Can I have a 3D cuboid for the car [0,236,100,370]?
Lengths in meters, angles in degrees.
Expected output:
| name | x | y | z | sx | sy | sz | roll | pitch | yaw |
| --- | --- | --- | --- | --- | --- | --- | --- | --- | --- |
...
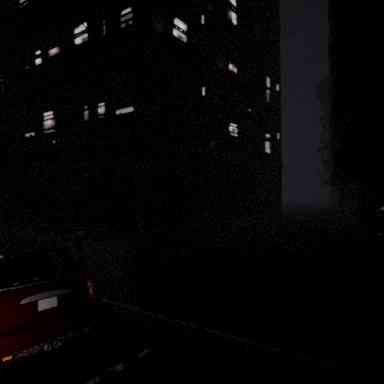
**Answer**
| name | x | y | z | sx | sy | sz | roll | pitch | yaw |
| --- | --- | --- | --- | --- | --- | --- | --- | --- | --- |
| car | -3.391 | 1.417 | 5.304 | 4.097 | 1.590 | 1.967 | 0 | -1 | 35 |
